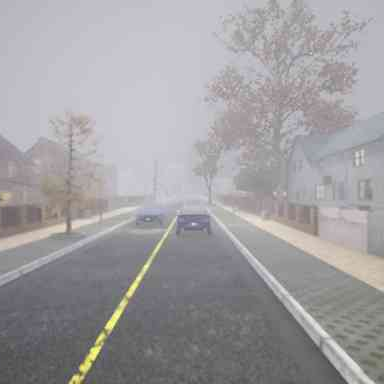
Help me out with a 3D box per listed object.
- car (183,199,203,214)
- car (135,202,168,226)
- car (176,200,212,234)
[{"bbox_3d":[0.090,1.551,37.341,2.033,1.411,5.357,0,0,0],"label":"car"},{"bbox_3d":[-2.826,1.479,23.908,1.882,1.535,5.008,0,0,0],"label":"car"},{"bbox_3d":[0.097,1.479,19.409,1.882,1.535,5.008,0,0,0],"label":"car"}]
